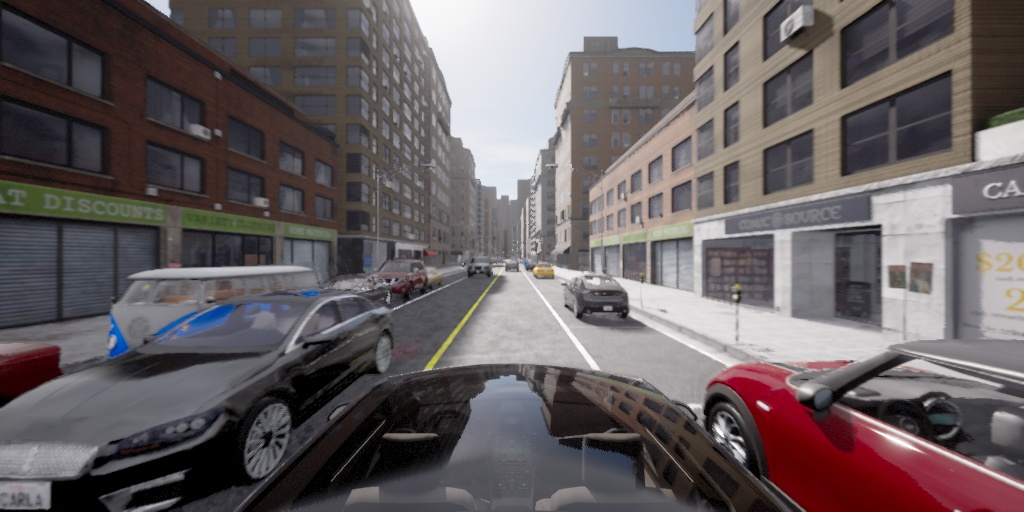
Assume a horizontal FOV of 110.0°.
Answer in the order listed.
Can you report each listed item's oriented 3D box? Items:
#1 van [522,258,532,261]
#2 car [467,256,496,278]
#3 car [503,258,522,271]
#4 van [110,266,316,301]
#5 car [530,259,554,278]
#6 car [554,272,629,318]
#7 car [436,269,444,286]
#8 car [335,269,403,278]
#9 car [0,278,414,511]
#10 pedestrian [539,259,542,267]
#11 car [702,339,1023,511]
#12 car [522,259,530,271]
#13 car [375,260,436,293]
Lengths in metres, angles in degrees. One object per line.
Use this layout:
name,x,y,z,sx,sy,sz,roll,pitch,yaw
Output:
van,2.869,1.271,61.908,1.690,1.789,3.998,0,0,0
car,-3.088,1.065,35.415,2.150,2.045,5.566,0,0,0
car,0.047,1.388,51.359,2.128,1.511,4.902,0,0,1
van,-5.667,1.105,7.392,1.690,1.789,3.998,0,0,0
car,3.007,1.299,34.648,1.801,1.575,5.366,0,0,0
car,2.860,1.329,12.872,2.007,1.370,4.403,0,0,0
car,-5.663,1.336,23.574,1.751,1.417,4.829,0,0,0
car,-5.665,1.330,12.843,2.007,1.370,4.403,0,0,0
car,-3.077,1.248,4.710,2.128,1.511,4.902,0,0,0
pedestrian,3.006,1.168,37.639,0.375,1.860,0.375,0,0,-10
car,2.857,1.190,1.975,1.967,1.591,4.097,0,0,0
car,2.867,1.461,51.011,1.948,1.339,4.313,0,0,0
car,-5.664,1.109,18.293,2.192,1.841,5.009,0,0,0
